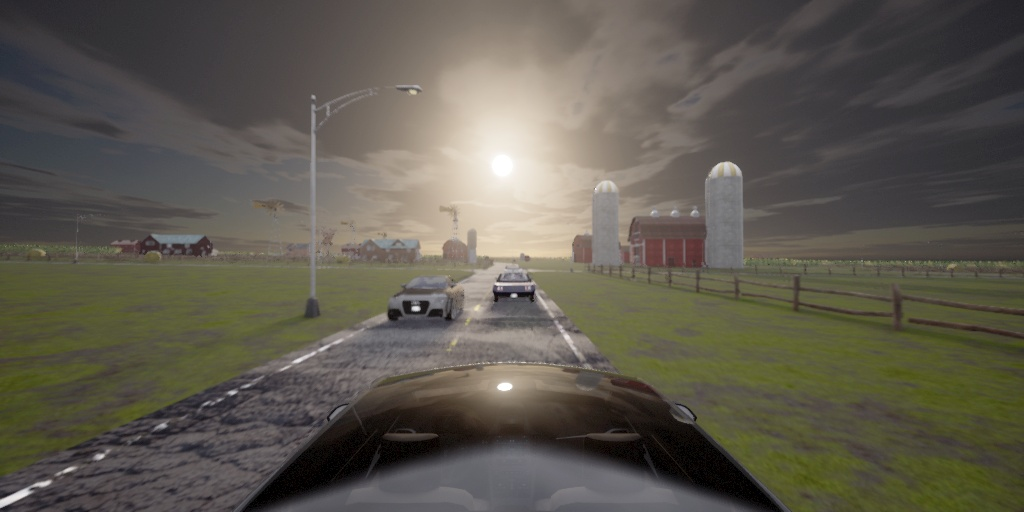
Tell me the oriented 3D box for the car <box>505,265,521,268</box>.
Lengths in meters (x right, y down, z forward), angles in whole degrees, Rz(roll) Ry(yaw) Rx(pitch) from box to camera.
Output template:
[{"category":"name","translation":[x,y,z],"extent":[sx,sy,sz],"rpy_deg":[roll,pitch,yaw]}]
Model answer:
[{"category":"car","translation":[0.109,1.527,36.185],"extent":[1.895,1.301,4.718],"rpy_deg":[0,0,0]}]

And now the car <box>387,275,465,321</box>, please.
[{"category":"car","translation":[-2.821,1.369,12.548],"extent":[1.994,1.385,4.181],"rpy_deg":[0,0,0]}]

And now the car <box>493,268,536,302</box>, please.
[{"category":"car","translation":[0.094,1.431,17.636],"extent":[1.895,1.301,4.718],"rpy_deg":[0,0,0]}]
